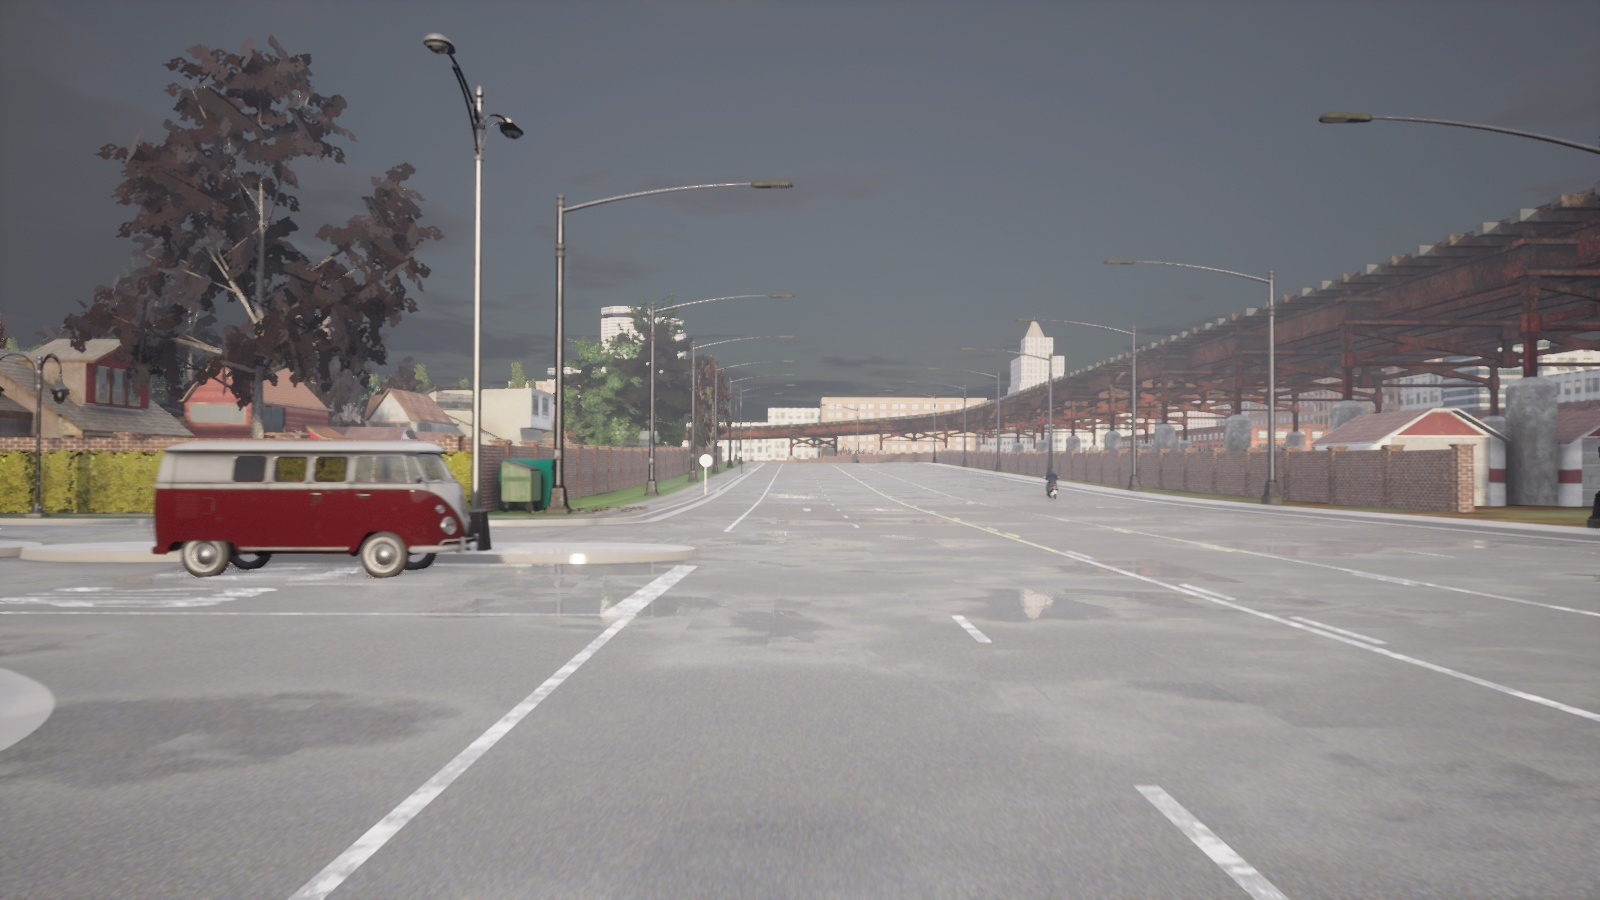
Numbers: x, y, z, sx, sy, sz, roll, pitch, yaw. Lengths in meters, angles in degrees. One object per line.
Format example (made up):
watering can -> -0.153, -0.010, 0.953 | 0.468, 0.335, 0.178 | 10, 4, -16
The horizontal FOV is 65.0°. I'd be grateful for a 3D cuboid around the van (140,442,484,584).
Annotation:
van -> -7.161, 0.911, 18.738 | 4.442, 1.987, 1.775 | 0, -1, 0
